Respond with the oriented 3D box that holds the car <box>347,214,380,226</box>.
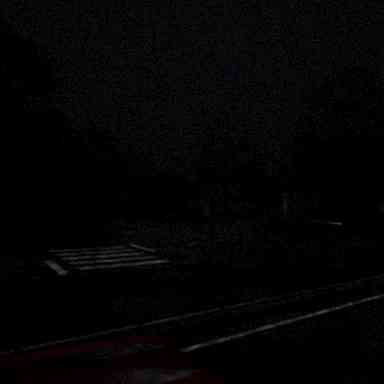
[{"bbox_3d":[21.853,3.567,42.945,4.181,1.385,1.994,3,1,17],"label":"car"}]
